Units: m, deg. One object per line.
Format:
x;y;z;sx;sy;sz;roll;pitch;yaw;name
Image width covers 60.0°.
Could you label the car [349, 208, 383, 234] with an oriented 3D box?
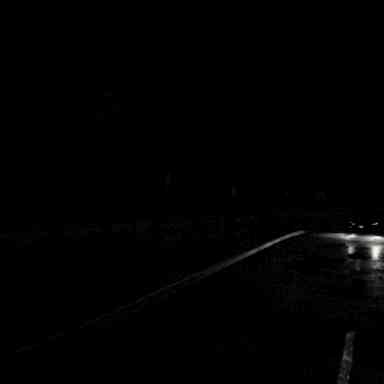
12.088;1.852;21.869;4.892;1.490;1.837;-1;-2;-42;car
